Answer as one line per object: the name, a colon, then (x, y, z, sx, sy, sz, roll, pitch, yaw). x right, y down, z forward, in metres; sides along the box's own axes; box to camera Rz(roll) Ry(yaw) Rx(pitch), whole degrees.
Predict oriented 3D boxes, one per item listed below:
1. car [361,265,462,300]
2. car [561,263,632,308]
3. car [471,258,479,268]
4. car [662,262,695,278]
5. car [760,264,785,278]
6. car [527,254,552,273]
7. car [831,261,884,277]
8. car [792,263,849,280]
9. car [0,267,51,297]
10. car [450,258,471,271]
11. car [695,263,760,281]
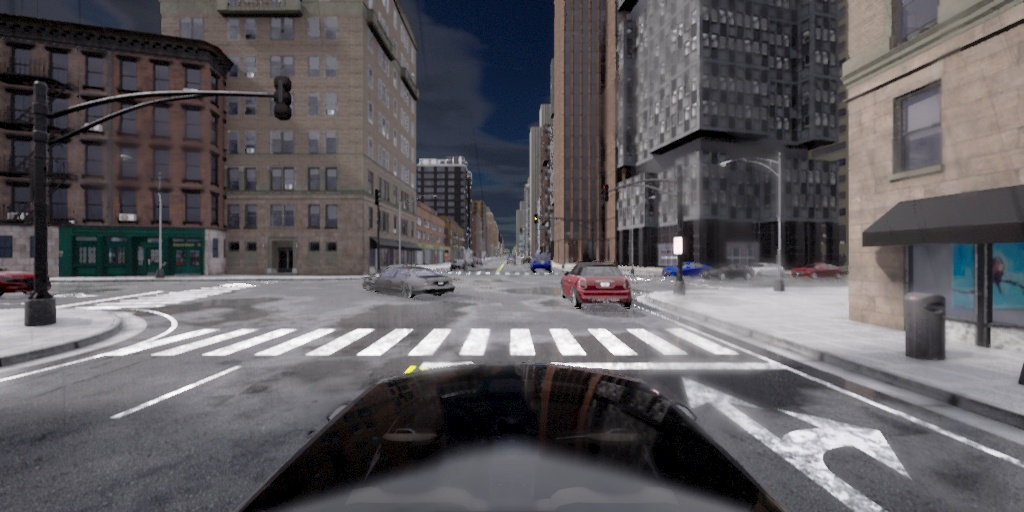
car: (-5.173, 1.223, 17.534, 5.357, 1.411, 2.033, 1, 0, 38)
car: (3.320, 1.057, 14.927, 2.097, 1.767, 4.553, 0, 0, 0)
car: (-6.662, 1.070, 55.453, 1.837, 1.490, 4.892, 0, 1, 0)
car: (17.014, 1.367, 34.826, 5.008, 1.535, 1.882, 1, 0, -16)
car: (26.215, 1.513, 37.461, 4.674, 1.442, 1.812, 0, 0, -15)
car: (3.273, 0.828, 41.383, 2.150, 2.045, 5.566, 0, 0, 0)
car: (39.129, 1.478, 40.635, 4.553, 1.767, 2.097, 1, 0, -12)
car: (29.891, 1.491, 35.080, 5.008, 1.535, 1.882, 1, 0, -14)
car: (-22.335, 0.916, 14.470, 5.008, 1.535, 1.882, 1, 0, -17)
car: (-6.658, 1.104, 45.641, 1.837, 1.490, 4.892, 0, 0, -1)
car: (19.267, 1.404, 32.084, 4.892, 1.490, 1.837, 1, 0, -17)
